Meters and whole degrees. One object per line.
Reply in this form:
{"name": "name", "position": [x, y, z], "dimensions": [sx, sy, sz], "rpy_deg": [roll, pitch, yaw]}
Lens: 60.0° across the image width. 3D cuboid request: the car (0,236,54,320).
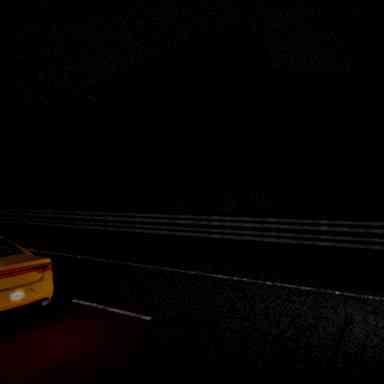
{"name": "car", "position": [-4.932, 1.553, 6.668], "dimensions": [5.008, 1.535, 1.882], "rpy_deg": [-1, -1, 31]}
